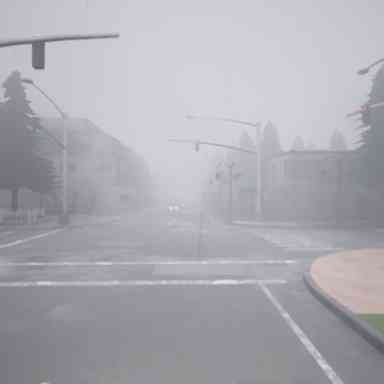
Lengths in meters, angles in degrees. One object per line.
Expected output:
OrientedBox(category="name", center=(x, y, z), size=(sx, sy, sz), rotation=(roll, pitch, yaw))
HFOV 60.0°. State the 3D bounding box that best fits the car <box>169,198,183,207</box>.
OrientedBox(category="car", center=(-3.529, 2.121, 66.625), size=(2.128, 1.511, 4.902), rotation=(0, -1, 0))
